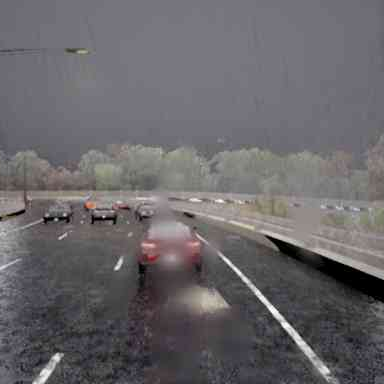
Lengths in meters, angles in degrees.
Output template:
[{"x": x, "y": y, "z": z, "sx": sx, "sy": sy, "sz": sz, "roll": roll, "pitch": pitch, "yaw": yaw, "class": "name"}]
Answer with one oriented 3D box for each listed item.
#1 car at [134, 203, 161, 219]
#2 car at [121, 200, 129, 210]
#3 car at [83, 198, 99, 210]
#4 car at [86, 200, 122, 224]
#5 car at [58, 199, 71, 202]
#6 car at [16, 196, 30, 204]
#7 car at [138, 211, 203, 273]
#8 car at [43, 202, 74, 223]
[{"x": -3.811, "y": 1.671, "z": 28.395, "sx": 2.033, "sy": 1.411, "sz": 5.357, "roll": 0, "pitch": 0, "yaw": -15, "class": "car"}, {"x": -10.015, "y": 1.779, "z": 45.689, "sx": 1.994, "sy": 1.385, "sz": 4.181, "roll": 0, "pitch": 0, "yaw": -24, "class": "car"}, {"x": -13.287, "y": 1.575, "z": 44.457, "sx": 2.097, "sy": 1.767, "sz": 4.553, "roll": 0, "pitch": 0, "yaw": -24, "class": "car"}, {"x": -6.917, "y": 1.619, "z": 26.349, "sx": 2.128, "sy": 1.511, "sz": 4.902, "roll": 0, "pitch": 0, "yaw": -14, "class": "car"}, {"x": -16.833, "y": 1.726, "z": 43.874, "sx": 2.128, "sy": 1.511, "sz": 4.902, "roll": 0, "pitch": 0, "yaw": -24, "class": "car"}, {"x": -38.403, "y": 1.794, "z": 74.881, "sx": 4.553, "sy": 1.767, "sz": 2.097, "roll": 0, "pitch": 0, "yaw": 44, "class": "car"}, {"x": -0.748, "y": 1.571, "z": 10.854, "sx": 1.812, "sy": 1.442, "sz": 4.674, "roll": 0, "pitch": 0, "yaw": -6, "class": "car"}, {"x": -10.582, "y": 1.745, "z": 26.669, "sx": 1.895, "sy": 1.301, "sz": 4.718, "roll": 0, "pitch": 0, "yaw": -15, "class": "car"}]
